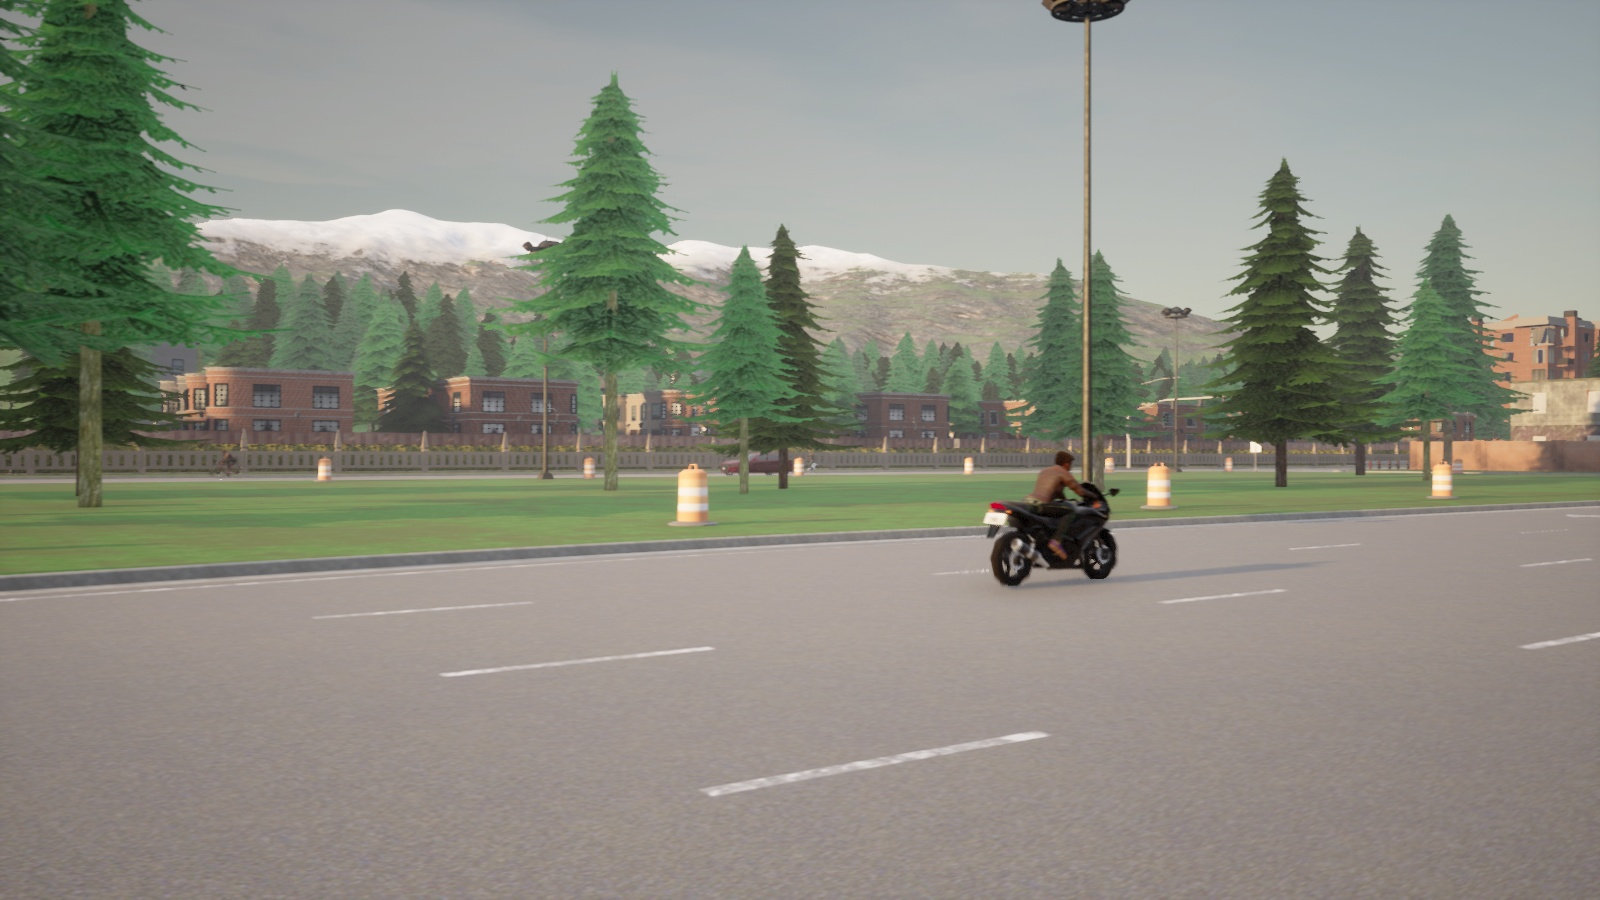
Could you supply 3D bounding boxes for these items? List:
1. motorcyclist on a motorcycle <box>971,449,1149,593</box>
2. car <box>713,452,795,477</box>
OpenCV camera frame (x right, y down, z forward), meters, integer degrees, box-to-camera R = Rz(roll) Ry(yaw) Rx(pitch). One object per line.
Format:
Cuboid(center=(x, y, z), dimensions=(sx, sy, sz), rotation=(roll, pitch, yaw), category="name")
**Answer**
Cuboid(center=(2.970, 0.755, 14.255), dimensions=(2.044, 1.523, 0.797), rotation=(0, 0, -35), category="motorcyclist on a motorcycle")
Cuboid(center=(-2.942, 0.927, 80.916), dimensions=(5.008, 1.535, 1.882), rotation=(0, 0, -35), category="car")
